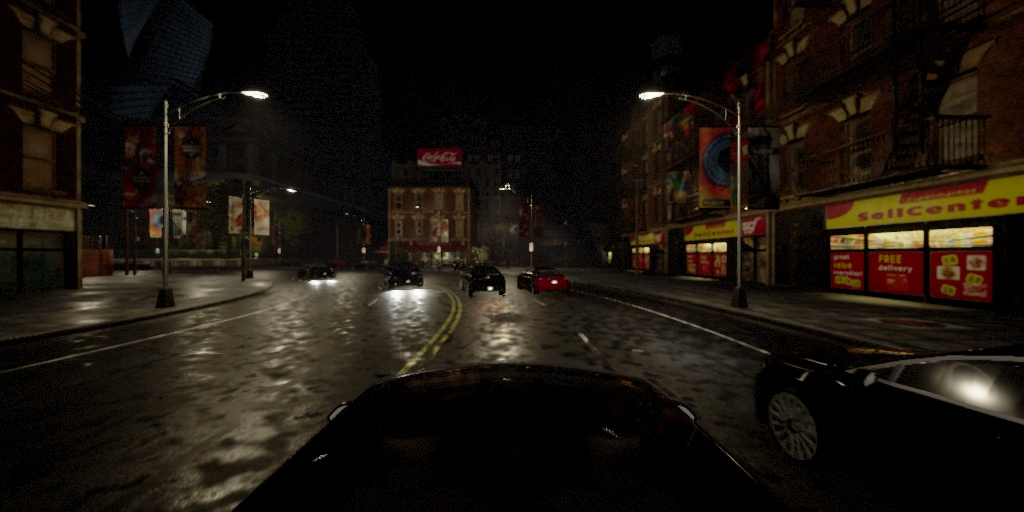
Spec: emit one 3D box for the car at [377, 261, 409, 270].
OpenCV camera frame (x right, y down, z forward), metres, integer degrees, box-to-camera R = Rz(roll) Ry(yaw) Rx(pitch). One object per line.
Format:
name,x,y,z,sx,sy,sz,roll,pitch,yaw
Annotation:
car,-11.049,1.233,35.222,1.837,1.490,4.892,1,-1,-43

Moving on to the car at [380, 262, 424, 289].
car,-6.968,1.300,22.904,1.994,1.385,4.181,0,0,-26

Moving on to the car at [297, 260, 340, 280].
car,-16.970,1.295,31.044,4.181,1.385,1.994,0,0,42

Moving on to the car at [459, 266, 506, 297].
car,-1.657,1.244,19.139,1.837,1.490,4.892,1,0,-15

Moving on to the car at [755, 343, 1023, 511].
car,3.600,1.240,1.988,2.128,1.511,4.902,0,0,0

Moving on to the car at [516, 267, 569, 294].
car,1.616,1.302,20.196,1.994,1.385,4.181,0,0,-15
